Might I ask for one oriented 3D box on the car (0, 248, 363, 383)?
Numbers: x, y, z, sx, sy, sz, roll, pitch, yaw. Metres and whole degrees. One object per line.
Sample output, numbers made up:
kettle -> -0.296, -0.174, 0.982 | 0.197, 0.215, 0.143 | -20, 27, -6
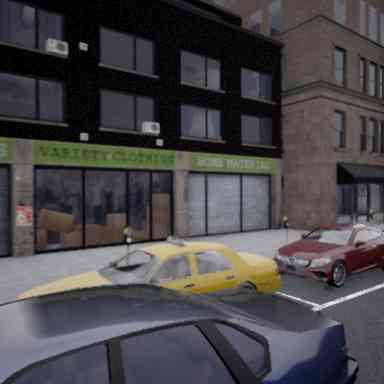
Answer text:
car -> -0.937, 1.544, 2.405 | 5.357, 1.411, 2.033 | 0, 0, -35

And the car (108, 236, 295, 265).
car -> -0.504, 1.509, 5.827 | 4.829, 1.417, 1.752 | 0, 0, -35

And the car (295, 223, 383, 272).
car -> 4.045, 1.534, 9.065 | 4.206, 1.307, 1.802 | 0, 0, -35
